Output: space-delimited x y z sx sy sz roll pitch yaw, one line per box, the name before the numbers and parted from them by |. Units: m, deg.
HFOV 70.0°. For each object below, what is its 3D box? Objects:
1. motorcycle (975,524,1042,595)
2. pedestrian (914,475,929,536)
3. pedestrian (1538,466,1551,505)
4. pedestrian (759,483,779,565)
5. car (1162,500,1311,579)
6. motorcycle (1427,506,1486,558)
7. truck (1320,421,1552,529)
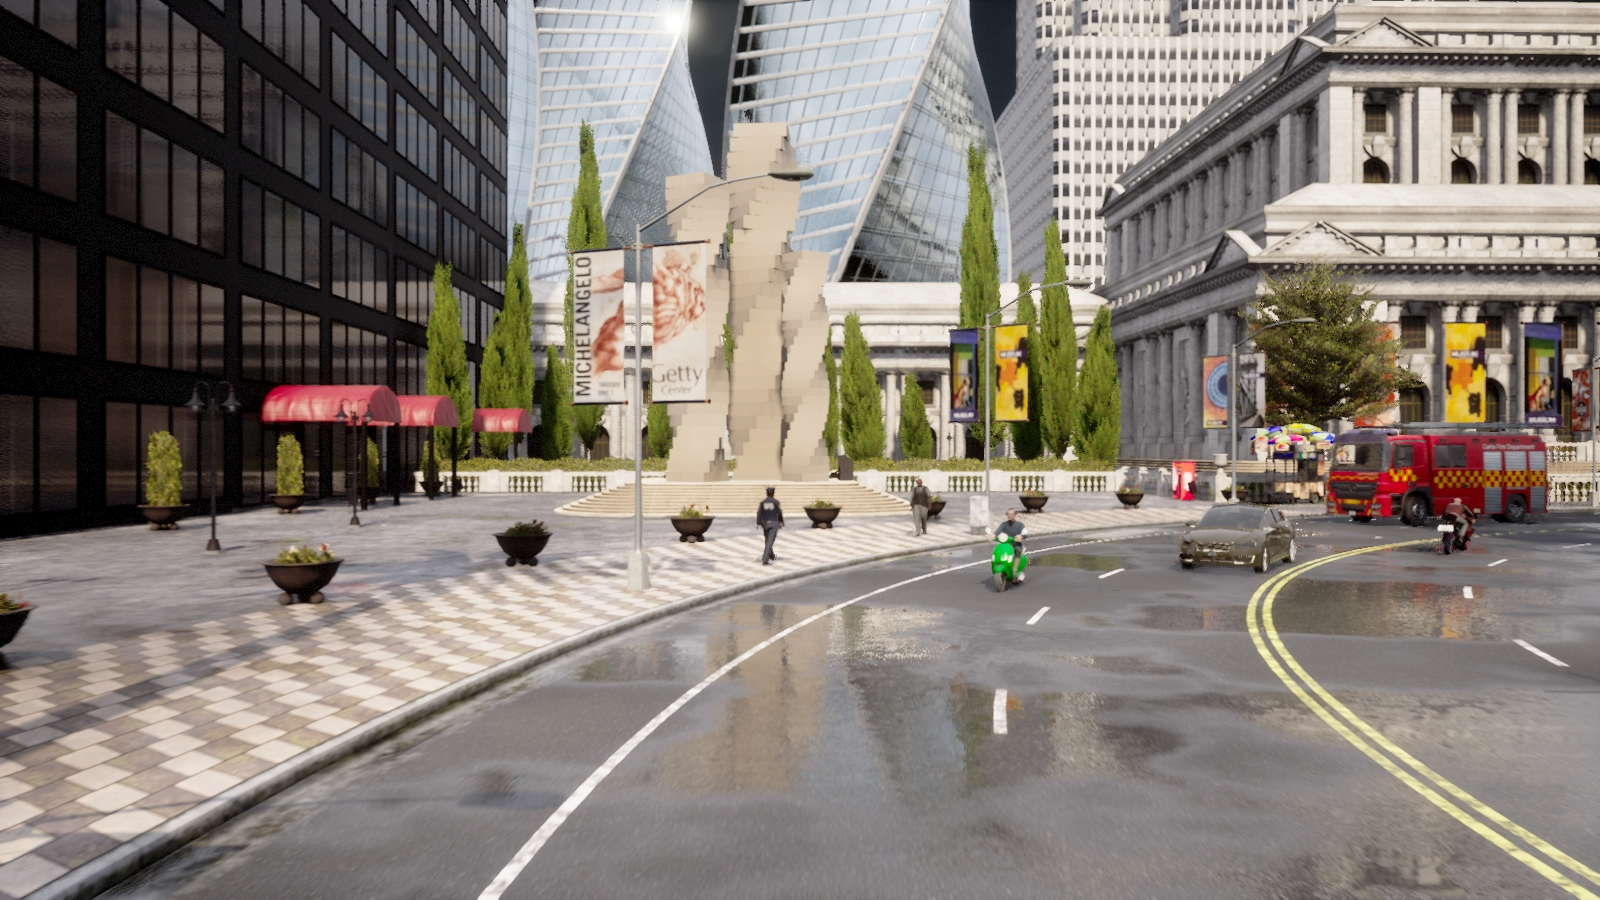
motorcycle | 4.220 2.182 23.005 0.856 1.236 1.805 0 0 26
pedestrian | 3.712 1.697 34.967 0.375 1.860 0.375 0 0 22
pedestrian | 35.541 1.700 54.537 0.375 1.860 0.375 0 0 -22
pedestrian | -0.714 1.698 26.245 0.375 1.860 0.375 0 0 15
car | 10.576 2.062 27.450 2.231 1.480 4.892 0 0 35
motorcycle | 17.891 2.207 31.119 0.867 1.251 2.209 1 0 44
truck | 24.283 0.893 43.600 8.468 3.827 2.891 0 0 -20
